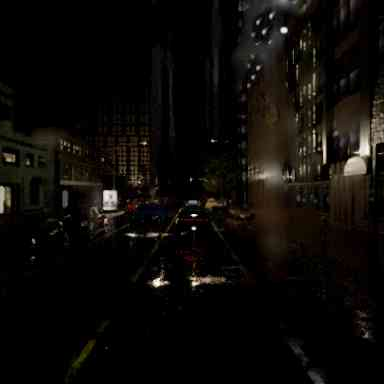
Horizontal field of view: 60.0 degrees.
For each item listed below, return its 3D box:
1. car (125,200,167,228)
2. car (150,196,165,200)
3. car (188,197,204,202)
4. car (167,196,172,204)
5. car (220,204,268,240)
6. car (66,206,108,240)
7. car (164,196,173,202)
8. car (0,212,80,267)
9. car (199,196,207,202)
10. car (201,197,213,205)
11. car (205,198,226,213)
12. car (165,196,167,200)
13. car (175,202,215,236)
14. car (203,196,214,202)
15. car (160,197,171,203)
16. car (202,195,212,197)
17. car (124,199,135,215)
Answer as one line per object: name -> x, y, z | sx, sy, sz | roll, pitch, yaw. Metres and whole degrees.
car -> -2.998, 1.525, 22.764 | 1.882, 1.535, 5.008 | 0, 0, 0
car -> -5.688, 1.549, 50.164 | 1.967, 1.590, 4.097 | 0, 0, 0
car -> 0.104, 1.648, 40.069 | 1.994, 1.385, 4.181 | 0, 0, 0
car -> -5.686, 1.588, 66.736 | 1.967, 1.590, 4.097 | 0, 0, 0
car -> 2.689, 1.559, 17.190 | 1.752, 1.417, 4.829 | 0, 0, 0
car -> -5.692, 1.477, 17.019 | 1.967, 1.590, 4.097 | 0, 0, 0
car -> -5.813, 1.728, 81.936 | 1.887, 1.381, 4.507 | 0, 0, 0
car -> -5.692, 1.592, 11.494 | 1.947, 1.339, 4.313 | 0, 0, 0
car -> 2.826, 1.765, 83.312 | 1.802, 1.307, 4.206 | 0, 0, 0
car -> 2.694, 1.676, 61.215 | 1.887, 1.381, 4.507 | 0, 0, 0
car -> 2.691, 1.619, 33.594 | 2.008, 1.369, 4.403 | 0, 0, 0
car -> -5.687, 1.704, 55.688 | 1.802, 1.307, 4.206 | 0, 0, 0
car -> 0.094, 1.543, 18.757 | 1.837, 1.490, 4.892 | 0, 0, 0
car -> 2.692, 1.619, 44.812 | 1.752, 1.417, 4.829 | 0, 0, 0
car -> -5.744, 1.727, 72.259 | 1.947, 1.339, 4.313 | 0, 0, 0
car -> 2.692, 1.433, 55.691 | 2.192, 1.841, 5.009 | 0, 0, 0
car -> -5.689, 1.654, 33.591 | 1.802, 1.307, 4.206 | 0, 0, 0
